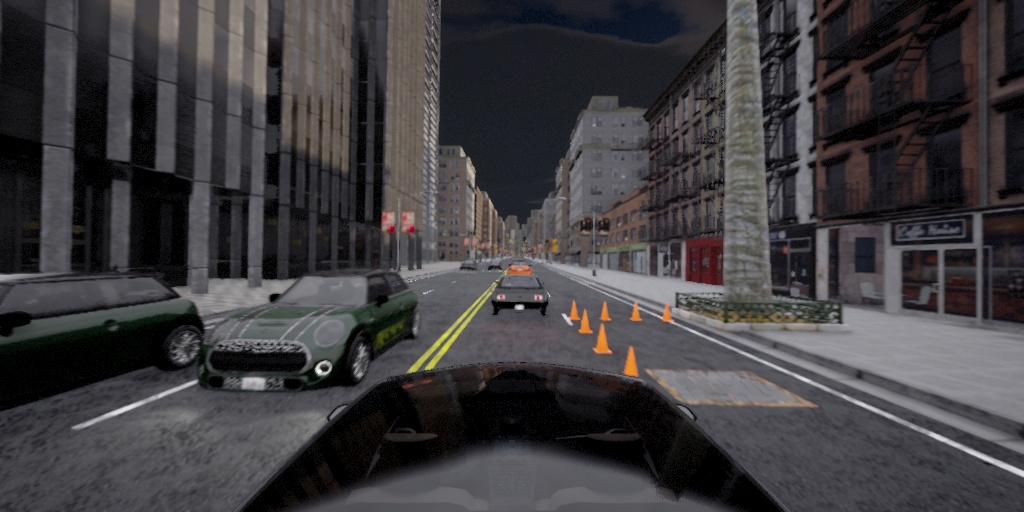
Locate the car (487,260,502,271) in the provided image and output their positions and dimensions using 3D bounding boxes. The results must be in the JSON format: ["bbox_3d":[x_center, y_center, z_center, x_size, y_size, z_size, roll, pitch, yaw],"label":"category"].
[{"bbox_3d":[-2.338,1.250,50.128,1.837,1.490,4.892,1,-1,2],"label":"car"}]

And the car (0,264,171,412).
[{"bbox_3d":[-6.600,1.016,4.503,2.097,1.767,4.553,1,0,1],"label":"car"}]

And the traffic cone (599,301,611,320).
[{"bbox_3d":[3.013,1.758,11.658,0.340,0.580,0.340,0,0,1],"label":"traffic cone"}]

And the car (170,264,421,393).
[{"bbox_3d":[-3.298,1.063,6.896,2.097,1.767,4.553,1,0,1],"label":"car"}]

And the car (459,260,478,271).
[{"bbox_3d":[-5.655,1.246,47.475,2.033,1.411,5.357,1,0,1],"label":"car"}]

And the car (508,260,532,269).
[{"bbox_3d":[0.697,1.136,32.043,2.097,1.767,4.553,1,0,1],"label":"car"}]

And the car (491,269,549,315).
[{"bbox_3d":[0.297,1.368,13.763,1.895,1.301,4.718,1,0,1],"label":"car"}]

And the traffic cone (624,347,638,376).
[{"bbox_3d":[1.884,1.736,5.681,0.340,0.580,0.340,0,0,1],"label":"traffic cone"}]

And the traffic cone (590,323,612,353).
[{"bbox_3d":[1.927,1.739,7.680,0.340,0.580,0.340,0,0,1],"label":"traffic cone"}]

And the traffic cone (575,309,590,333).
[{"bbox_3d":[1.970,1.741,9.680,0.340,0.580,0.340,0,0,1],"label":"traffic cone"}]

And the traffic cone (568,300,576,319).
[{"bbox_3d":[2.013,1.744,11.680,0.340,0.580,0.340,0,0,1],"label":"traffic cone"}]

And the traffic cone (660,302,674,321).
[{"bbox_3d":[5.012,1.785,11.615,0.340,0.580,0.340,0,0,1],"label":"traffic cone"}]

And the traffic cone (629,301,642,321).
[{"bbox_3d":[4.013,1.771,11.636,0.340,0.580,0.340,0,0,1],"label":"traffic cone"}]
